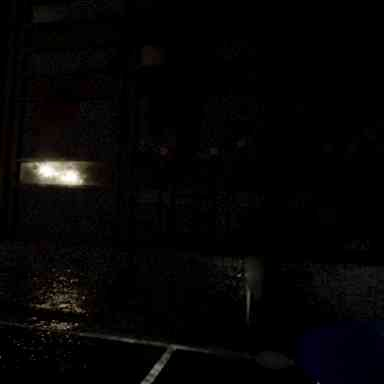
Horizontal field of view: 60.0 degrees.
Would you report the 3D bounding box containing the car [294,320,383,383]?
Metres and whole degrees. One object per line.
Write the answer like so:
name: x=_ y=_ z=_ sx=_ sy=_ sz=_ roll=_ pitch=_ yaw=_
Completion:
car: x=3.528 y=1.800 z=2.969 sx=5.008 sy=1.535 sz=1.882 roll=1 pitch=-3 yaw=14
